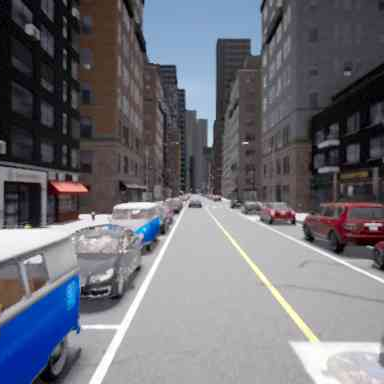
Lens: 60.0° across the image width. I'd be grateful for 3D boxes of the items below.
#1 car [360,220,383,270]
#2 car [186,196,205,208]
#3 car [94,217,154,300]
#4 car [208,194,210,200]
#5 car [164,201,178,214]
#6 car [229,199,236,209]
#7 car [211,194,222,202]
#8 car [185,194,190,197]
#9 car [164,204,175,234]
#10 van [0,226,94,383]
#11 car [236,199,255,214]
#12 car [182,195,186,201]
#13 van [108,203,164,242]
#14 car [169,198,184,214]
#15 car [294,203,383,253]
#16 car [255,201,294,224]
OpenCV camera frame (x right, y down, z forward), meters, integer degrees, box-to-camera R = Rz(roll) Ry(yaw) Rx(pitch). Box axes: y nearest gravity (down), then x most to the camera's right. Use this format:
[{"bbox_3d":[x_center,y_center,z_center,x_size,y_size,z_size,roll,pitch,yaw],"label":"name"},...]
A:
[{"bbox_3d":[6.229,1.608,8.312,1.802,1.307,4.206,0,0,0],"label":"car"},{"bbox_3d":[0.465,1.624,48.791,1.994,1.385,4.181,0,0,0],"label":"car"},{"bbox_3d":[-2.297,1.552,8.333,2.008,1.369,4.403,0,0,0],"label":"car"},{"bbox_3d":[6.484,1.743,94.730,2.008,1.369,4.403,0,0,0],"label":"car"},{"bbox_3d":[-2.258,1.602,24.837,1.802,1.307,4.206,0,0,0],"label":"car"},{"bbox_3d":[6.319,1.640,46.822,1.947,1.339,4.313,0,0,0],"label":"car"},{"bbox_3d":[6.439,1.598,83.912,1.967,1.590,4.097,0,0,0],"label":"car"},{"bbox_3d":[-2.086,1.715,83.945,1.802,1.307,4.206,0,0,0],"label":"car"},{"bbox_3d":[-2.271,1.579,19.336,1.947,1.339,4.313,0,0,0],"label":"car"},{"bbox_3d":[-2.309,1.337,2.833,1.690,1.788,3.998,0,0,0],"label":"van"},{"bbox_3d":[6.293,1.610,35.820,2.008,1.369,4.403,0,0,0],"label":"car"},{"bbox_3d":[-2.207,1.489,46.843,1.967,1.590,4.097,0,0,0],"label":"car"},{"bbox_3d":[-2.284,1.348,13.834,1.690,1.788,3.998,0,0,0],"label":"van"},{"bbox_3d":[-2.232,1.600,35.840,1.947,1.339,4.313,0,0,0],"label":"car"},{"bbox_3d":[6.242,1.347,13.814,2.192,1.841,5.009,0,0,0],"label":"car"},{"bbox_3d":[6.268,1.485,24.817,1.967,1.590,4.097,0,0,0],"label":"car"}]
